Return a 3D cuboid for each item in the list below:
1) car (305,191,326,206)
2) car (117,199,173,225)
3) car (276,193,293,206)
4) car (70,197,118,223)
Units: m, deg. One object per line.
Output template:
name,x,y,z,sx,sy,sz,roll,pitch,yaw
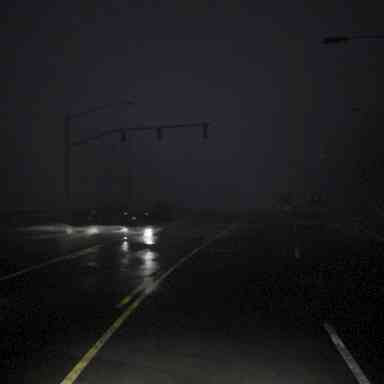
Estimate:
car,14.440,0.700,39.017,2.097,1.767,4.553,0,1,18
car,-2.620,1.190,21.136,1.812,1.442,4.674,0,1,17
car,11.196,0.812,40.342,2.128,1.511,4.902,0,1,18
car,-5.987,1.125,22.092,1.882,1.535,5.008,0,1,17
